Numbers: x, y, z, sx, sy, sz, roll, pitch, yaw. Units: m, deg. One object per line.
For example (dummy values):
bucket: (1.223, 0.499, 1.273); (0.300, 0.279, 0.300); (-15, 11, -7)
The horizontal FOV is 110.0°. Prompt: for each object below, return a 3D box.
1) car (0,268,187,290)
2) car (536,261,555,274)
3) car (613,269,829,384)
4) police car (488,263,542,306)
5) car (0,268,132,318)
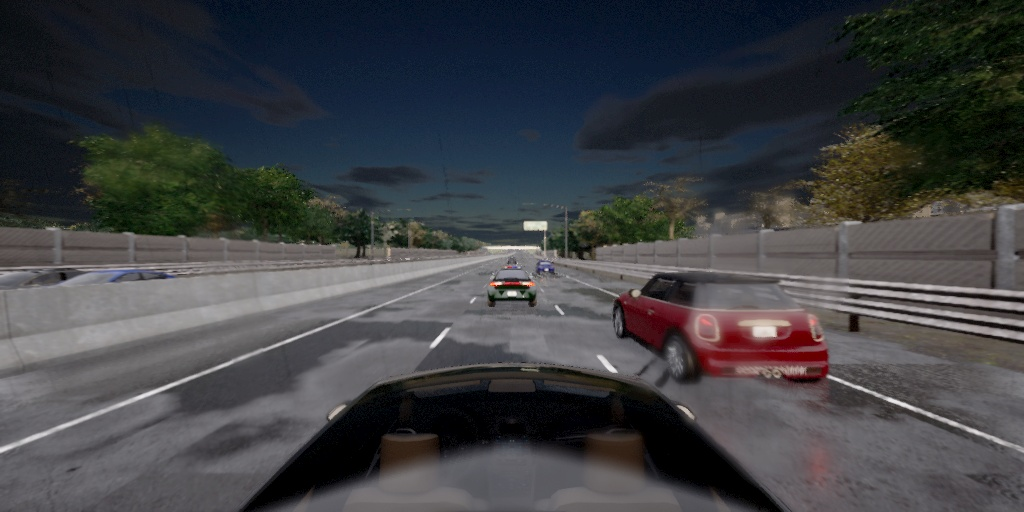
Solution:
car: (-14.012, 1.223, 12.579); (1.882, 1.535, 5.008); (0, 0, 0)
car: (3.591, 1.220, 39.446); (1.812, 1.442, 4.674); (0, 0, 0)
car: (3.600, 1.100, 7.234); (2.097, 1.767, 4.553); (0, 0, 0)
police car: (0.000, 1.247, 15.999); (2.038, 1.542, 4.974); (0, 0, 0)
car: (-17.504, 1.268, 13.193); (1.837, 1.490, 4.892); (0, 0, 0)
